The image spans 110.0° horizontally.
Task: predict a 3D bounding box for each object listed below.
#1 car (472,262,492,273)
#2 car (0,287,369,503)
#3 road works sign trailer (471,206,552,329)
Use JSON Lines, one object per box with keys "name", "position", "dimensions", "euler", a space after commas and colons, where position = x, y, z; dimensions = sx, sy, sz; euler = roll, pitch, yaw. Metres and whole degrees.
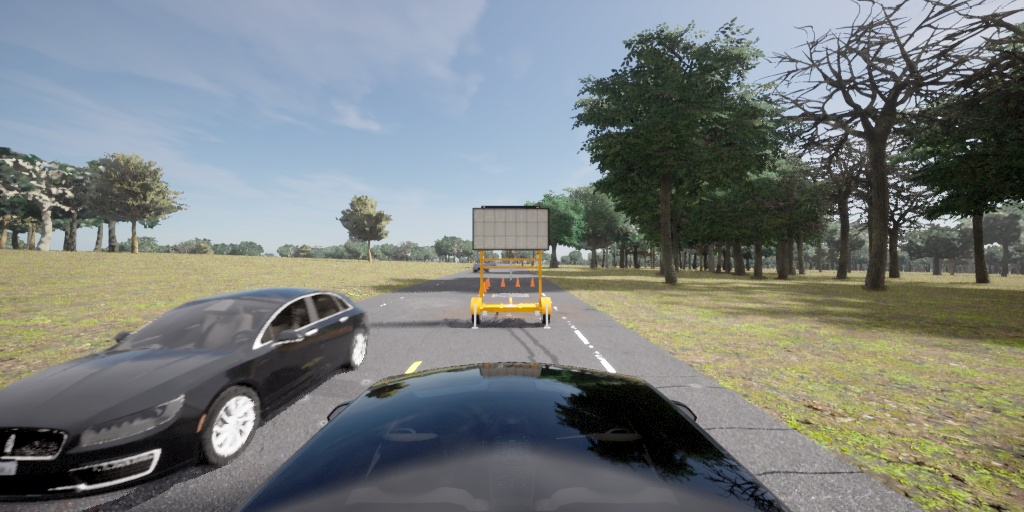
{"name": "car", "position": [-3.979, 1.510, 46.458], "dimensions": [1.994, 1.385, 4.181], "euler": [0, 0, -1]}
{"name": "car", "position": [-3.614, 1.256, 4.967], "dimensions": [1.837, 1.490, 4.892], "euler": [0, 0, 0]}
{"name": "road works sign trailer", "position": [-0.035, 0.226, 11.313], "dimensions": [2.380, 3.560, 2.880], "euler": [0, 0, 0]}
